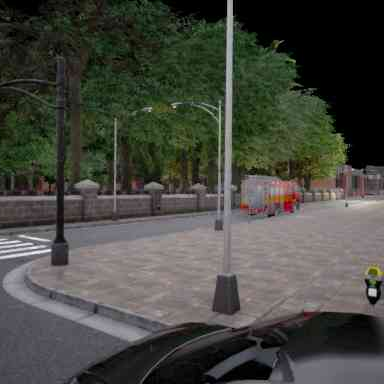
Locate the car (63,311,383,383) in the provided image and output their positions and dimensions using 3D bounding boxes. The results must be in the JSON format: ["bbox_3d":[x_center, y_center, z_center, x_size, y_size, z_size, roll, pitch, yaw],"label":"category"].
[{"bbox_3d":[0.897,1.566,2.157,4.313,1.339,1.947,0,1,35],"label":"car"}]

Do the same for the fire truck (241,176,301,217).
[{"bbox_3d":[8.103,0.420,33.385,2.891,3.827,8.468,1,1,36],"label":"fire truck"}]
